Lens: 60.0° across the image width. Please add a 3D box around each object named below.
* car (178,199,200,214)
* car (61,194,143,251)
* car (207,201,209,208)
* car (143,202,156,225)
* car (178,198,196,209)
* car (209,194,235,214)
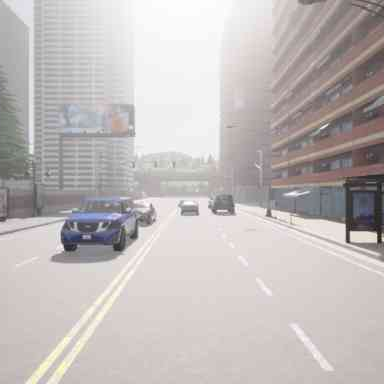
[{"bbox_3d":[-0.208,1.548,34.621,2.033,1.411,5.357,0,0,0],"label":"car"},{"bbox_3d":[-3.698,1.221,14.380,2.150,2.045,5.566,0,0,0],"label":"car"},{"bbox_3d":[3.173,1.547,46.065,2.033,1.411,5.357,0,0,0],"label":"car"},{"bbox_3d":[-3.707,1.491,24.158,2.128,1.511,4.902,0,0,0],"label":"car"},{"bbox_3d":[-0.809,1.601,47.756,1.895,1.301,4.718,0,0,-9],"label":"car"},{"bbox_3d":[3.293,1.221,35.879,2.150,2.045,5.566,0,0,0],"label":"car"}]
